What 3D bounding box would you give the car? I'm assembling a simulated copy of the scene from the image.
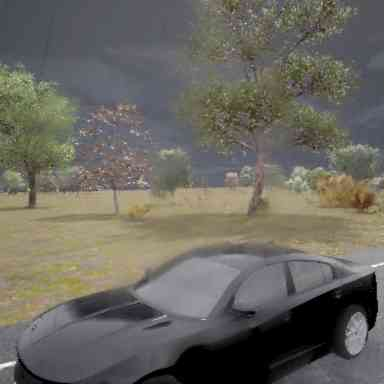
[{"bbox_3d":[0.493,1.473,4.369,5.008,1.535,1.882,0,0,-36],"label":"car"}]
